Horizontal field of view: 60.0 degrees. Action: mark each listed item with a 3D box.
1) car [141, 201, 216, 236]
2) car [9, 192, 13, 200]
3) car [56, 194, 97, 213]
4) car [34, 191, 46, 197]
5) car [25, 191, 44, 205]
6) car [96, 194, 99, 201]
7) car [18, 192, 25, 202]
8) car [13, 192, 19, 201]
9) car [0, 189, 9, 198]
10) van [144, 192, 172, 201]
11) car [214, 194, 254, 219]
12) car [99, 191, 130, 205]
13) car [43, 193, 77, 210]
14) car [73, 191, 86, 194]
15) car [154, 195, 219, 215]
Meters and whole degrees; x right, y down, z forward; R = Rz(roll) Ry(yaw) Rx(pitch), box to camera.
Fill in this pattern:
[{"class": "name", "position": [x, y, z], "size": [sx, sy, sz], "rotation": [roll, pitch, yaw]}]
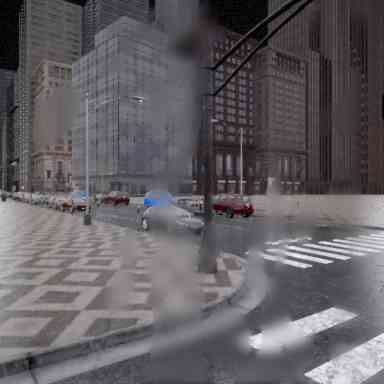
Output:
[{"class": "car", "position": [-1.083, 1.366, 16.938], "size": [2.008, 1.369, 4.403], "rotation": [1, 0, -35]}, {"class": "car", "position": [-29.605, 0.747, 56.944], "size": [1.887, 1.381, 4.507], "rotation": [1, 0, -35]}, {"class": "car", "position": [-10.590, 1.139, 30.273], "size": [1.887, 1.381, 4.507], "rotation": [1, 0, -35]}, {"class": "car", "position": [-38.507, 0.494, 84.115], "size": [1.887, 1.381, 4.507], "rotation": [0, 0, -35]}, {"class": "car", "position": [-20.097, 0.939, 43.609], "size": [2.008, 1.369, 4.403], "rotation": [1, 0, -35]}, {"class": "car", "position": [-13.152, 0.934, 48.552], "size": [2.008, 1.369, 4.403], "rotation": [1, 0, -35]}, {"class": "car", "position": [-23.267, 0.874, 48.054], "size": [2.008, 1.369, 4.403], "rotation": [1, 0, -35]}, {"class": "car", "position": [-26.434, 0.702, 52.499], "size": [1.967, 1.590, 4.097], "rotation": [1, 0, -35]}, {"class": "car", "position": [-39.113, 0.611, 70.278], "size": [1.947, 1.339, 4.313], "rotation": [1, 0, -35]}, {"class": "van", "position": [-3.640, 0.930, 35.214], "size": [1.690, 1.788, 3.998], "rotation": [1, 0, -35]}, {"class": "car", "position": [2.700, 1.049, 26.323], "size": [2.192, 1.841, 5.009], "rotation": [1, 0, -35]}, {"class": "car", "position": [-9.978, 0.765, 44.105], "size": [2.192, 1.841, 5.009], "rotation": [1, 0, -35]}, {"class": "car", "position": [-13.759, 1.074, 34.718], "size": [2.008, 1.369, 4.403], "rotation": [1, 0, -35]}, {"class": "car", "position": [-17.465, 0.940, 50.159], "size": [1.895, 1.301, 4.718], "rotation": [0, 1, -35]}, {"class": "car", "position": [-0.581, 1.257, 26.390], "size": [2.033, 1.411, 5.357], "rotation": [0, 1, -35]}]
